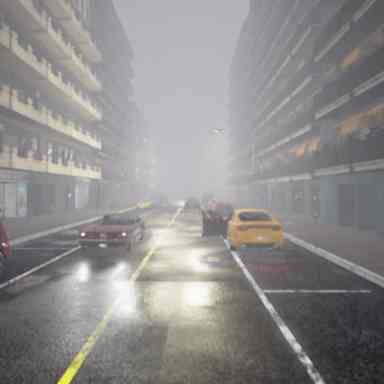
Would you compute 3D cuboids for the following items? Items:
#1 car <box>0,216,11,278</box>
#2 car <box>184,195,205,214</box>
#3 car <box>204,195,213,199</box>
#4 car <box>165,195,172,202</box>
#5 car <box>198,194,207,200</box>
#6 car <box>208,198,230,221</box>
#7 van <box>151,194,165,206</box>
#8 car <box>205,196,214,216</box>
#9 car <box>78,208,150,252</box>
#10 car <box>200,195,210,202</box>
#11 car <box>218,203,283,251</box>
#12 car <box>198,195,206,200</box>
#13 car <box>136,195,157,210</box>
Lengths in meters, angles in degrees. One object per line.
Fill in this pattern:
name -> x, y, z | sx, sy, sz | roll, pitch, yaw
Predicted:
car -> -5.692, 1.291, 6.668 | 2.192, 1.841, 5.009 | 0, 0, 0
car -> 0.059, 1.382, 38.552 | 2.128, 1.511, 4.902 | 0, 0, 0
car -> 2.692, 1.410, 40.787 | 1.752, 1.417, 4.829 | 0, 0, 0
car -> -5.686, 1.293, 68.950 | 1.967, 1.590, 4.097 | 0, 0, 0
car -> 2.697, 1.289, 85.911 | 1.967, 1.590, 4.097 | 0, 0, 0
car -> 2.692, 1.458, 29.293 | 1.887, 1.381, 4.507 | 0, 0, 0
van -> -5.688, 1.208, 51.964 | 1.690, 1.788, 3.998 | 0, 0, 0
car -> 2.692, 1.442, 34.959 | 1.887, 1.381, 4.507 | 0, 0, 0
car -> -3.100, 1.555, 13.799 | 1.895, 1.301, 4.718 | 0, 0, 0
car -> 2.695, 1.404, 68.925 | 2.008, 1.369, 4.403 | 0, 0, 0
car -> 2.361, 1.432, 13.934 | 1.882, 1.535, 5.008 | 0, 0, 0
car -> 2.697, 1.417, 91.570 | 1.947, 1.339, 4.313 | 0, 0, 0
car -> -5.688, 1.411, 40.471 | 1.752, 1.417, 4.829 | 0, 0, 0
